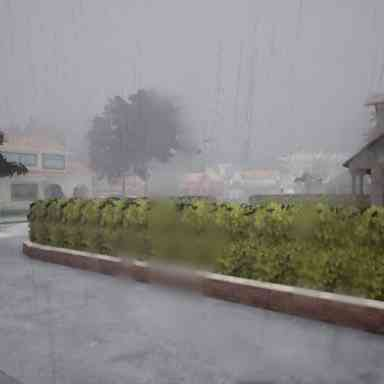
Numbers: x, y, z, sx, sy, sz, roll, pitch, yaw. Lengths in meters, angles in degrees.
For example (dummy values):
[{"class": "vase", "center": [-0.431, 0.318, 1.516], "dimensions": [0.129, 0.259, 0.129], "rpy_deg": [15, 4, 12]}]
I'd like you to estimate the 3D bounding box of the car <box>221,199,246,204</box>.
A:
[{"class": "car", "center": [4.722, 1.491, 38.073], "dimensions": [2.128, 1.511, 4.902], "rpy_deg": [0, 0, 36]}]
